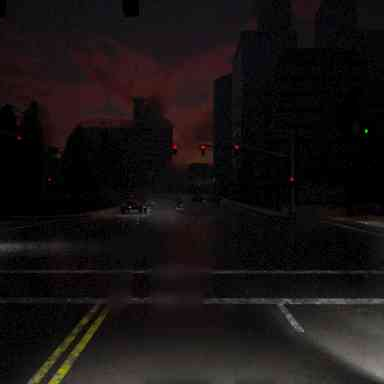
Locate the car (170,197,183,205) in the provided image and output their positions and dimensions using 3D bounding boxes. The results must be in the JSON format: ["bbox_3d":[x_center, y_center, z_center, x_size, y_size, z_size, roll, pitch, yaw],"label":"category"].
[{"bbox_3d":[-2.644,1.547,59.165,2.033,1.411,5.357,0,0,0],"label":"car"}]

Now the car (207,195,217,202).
[{"bbox_3d":[4.606,1.478,77.185,1.882,1.535,5.008,0,0,1],"label":"car"}]

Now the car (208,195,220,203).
[{"bbox_3d":[4.618,1.547,67.363,2.033,1.411,5.357,0,0,1],"label":"car"}]

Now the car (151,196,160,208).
[{"bbox_3d":[-6.275,1.491,47.014,2.128,1.511,4.902,0,0,1],"label":"car"}]

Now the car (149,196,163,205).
[{"bbox_3d":[-6.159,1.506,57.785,1.837,1.490,4.892,0,0,1],"label":"car"}]

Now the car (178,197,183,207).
[{"bbox_3d":[-2.764,1.564,48.044,1.994,1.385,4.181,0,0,1],"label":"car"}]

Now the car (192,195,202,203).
[{"bbox_3d":[1.015,1.352,67.479,2.097,1.767,4.553,0,0,1],"label":"car"}]

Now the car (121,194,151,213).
[{"bbox_3d":[-6.370,1.221,37.133,2.150,2.045,5.566,0,0,1],"label":"car"}]

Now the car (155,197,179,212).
[{"bbox_3d":[-2.850,1.601,39.242,1.895,1.301,4.718,0,0,1],"label":"car"}]
